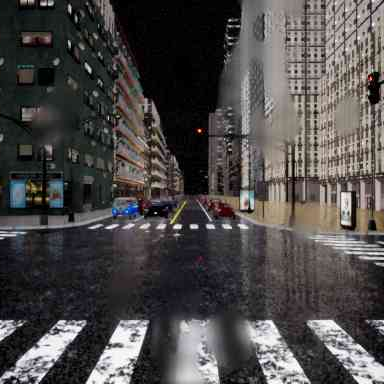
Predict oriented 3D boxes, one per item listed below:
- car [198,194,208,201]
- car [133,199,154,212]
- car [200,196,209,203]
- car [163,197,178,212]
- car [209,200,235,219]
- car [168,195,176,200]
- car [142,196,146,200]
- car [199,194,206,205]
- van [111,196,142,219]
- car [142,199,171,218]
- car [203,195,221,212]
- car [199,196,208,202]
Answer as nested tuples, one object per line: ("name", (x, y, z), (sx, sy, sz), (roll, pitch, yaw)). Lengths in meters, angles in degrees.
("car", (2.718, 1.377, 83.710), (2.192, 1.841, 5.009), (0, 0, 0))
("car", (-5.674, 1.562, 39.492), (1.887, 1.381, 4.507), (0, 0, 0))
("car", (2.714, 1.593, 72.654), (1.887, 1.381, 4.507), (0, 0, 0))
("car", (-3.091, 1.618, 39.739), (1.895, 1.301, 4.718), (0, 0, 0))
("car", (2.704, 1.593, 28.433), (1.802, 1.307, 4.206), (0, 0, 0))
("car", (-5.662, 1.644, 94.767), (1.947, 1.339, 4.313), (0, 0, 0))
("car", (-5.674, 1.329, 33.964), (2.192, 1.841, 5.009), (0, 0, 0))
("car", (2.711, 1.470, 56.071), (1.967, 1.590, 4.097), (0, 0, 0))
("van", (-5.675, 1.352, 28.436), (1.690, 1.788, 3.998), (0, 0, 0))
("car", (-3.112, 1.575, 29.622), (1.994, 1.385, 4.181), (0, 0, -2))
("car", (2.708, 1.457, 39.489), (1.967, 1.590, 4.097), (0, 0, 0))
("car", (2.715, 1.637, 78.182), (1.802, 1.307, 4.206), (0, 0, 0))
